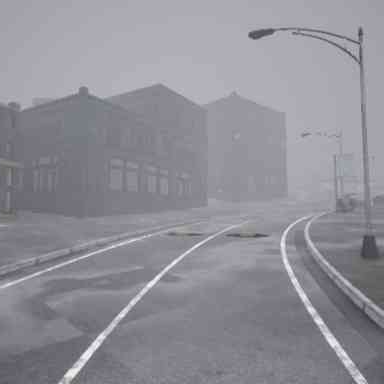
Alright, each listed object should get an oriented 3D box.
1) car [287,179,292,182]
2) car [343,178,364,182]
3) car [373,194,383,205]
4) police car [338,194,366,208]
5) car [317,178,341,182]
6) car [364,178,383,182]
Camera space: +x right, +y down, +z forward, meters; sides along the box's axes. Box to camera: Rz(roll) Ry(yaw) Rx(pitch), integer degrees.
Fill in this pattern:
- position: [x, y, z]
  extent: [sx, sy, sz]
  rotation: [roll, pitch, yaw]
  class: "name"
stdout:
- position: [22.895, -2.775, 83.008]
  extent: [4.553, 1.767, 2.185]
  rotation: [0, -5, -1]
  class: "car"
- position: [39.356, -2.746, 83.160]
  extent: [4.892, 1.521, 2.231]
  rotation: [0, -5, -1]
  class: "car"
- position: [27.765, 1.031, 47.411]
  extent: [4.892, 1.490, 1.837]
  rotation: [-1, -3, -32]
  class: "car"
- position: [20.221, 1.077, 41.743]
  extent: [5.238, 1.638, 1.930]
  rotation: [-1, -3, -42]
  class: "police car"
- position: [33.837, -2.722, 83.101]
  extent: [4.892, 1.521, 2.231]
  rotation: [0, -5, -1]
  class: "car"
- position: [44.902, -2.704, 83.319]
  extent: [4.674, 1.452, 2.002]
  rotation: [0, -5, -2]
  class: "car"
